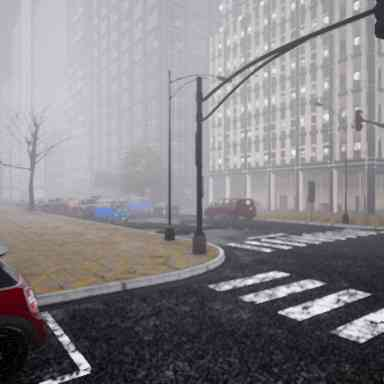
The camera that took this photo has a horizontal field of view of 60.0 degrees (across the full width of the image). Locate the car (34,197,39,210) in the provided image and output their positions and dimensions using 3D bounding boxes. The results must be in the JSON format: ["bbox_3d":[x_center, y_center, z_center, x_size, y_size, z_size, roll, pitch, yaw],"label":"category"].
[{"bbox_3d":[-19.913,1.724,44.959,1.967,1.590,4.097,0,0,-36],"label":"car"}]

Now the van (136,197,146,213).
[{"bbox_3d":[-6.402,1.546,40.756,1.690,1.788,3.998,-1,0,-36],"label":"van"}]

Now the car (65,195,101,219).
[{"bbox_3d":[-9.769,1.488,31.201,2.192,1.841,5.009,-1,0,-36],"label":"car"}]

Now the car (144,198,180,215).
[{"bbox_3d":[-3.018,1.718,36.170,2.008,1.369,4.403,-1,0,-36],"label":"car"}]

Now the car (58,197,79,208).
[{"bbox_3d":[-20.527,1.687,55.387,2.097,1.767,4.553,0,0,-36],"label":"car"}]

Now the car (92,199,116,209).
[{"bbox_3d":[-13.265,1.804,50.065,1.752,1.417,4.829,-1,0,-36],"label":"car"}]

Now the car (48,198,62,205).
[{"bbox_3d":[-30.073,2.022,72.856,1.947,1.339,4.313,0,0,-36],"label":"car"}]

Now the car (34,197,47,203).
[{"bbox_3d":[-38.837,2.024,85.269,1.882,1.535,5.008,0,0,-36],"label":"car"}]

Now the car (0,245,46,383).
[{"bbox_3d":[-3.976,1.443,3.720,4.097,1.590,1.967,0,0,-36],"label":"car"}]

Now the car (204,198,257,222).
[{"bbox_3d":[3.158,1.413,27.792,2.192,1.841,5.009,-1,0,-36],"label":"car"}]

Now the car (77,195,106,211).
[{"bbox_3d":[-14.218,1.489,46.904,2.150,2.045,5.566,0,0,-36],"label":"car"}]

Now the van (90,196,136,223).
[{"bbox_3d":[-6.387,1.477,26.616,1.690,1.788,3.998,-1,0,-36],"label":"van"}]

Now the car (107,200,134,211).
[{"bbox_3d":[-9.782,1.807,45.342,1.947,1.339,4.313,-1,0,-36],"label":"car"}]

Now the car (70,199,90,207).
[{"bbox_3d":[-19.927,1.900,59.098,2.008,1.369,4.403,-1,0,-36],"label":"car"}]

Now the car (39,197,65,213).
[{"bbox_3d":[-16.532,1.562,40.373,2.192,1.841,5.009,-1,0,-36],"label":"car"}]

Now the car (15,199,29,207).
[{"bbox_3d":[-30.057,1.973,58.715,1.802,1.307,4.206,0,0,-36],"label":"car"}]
